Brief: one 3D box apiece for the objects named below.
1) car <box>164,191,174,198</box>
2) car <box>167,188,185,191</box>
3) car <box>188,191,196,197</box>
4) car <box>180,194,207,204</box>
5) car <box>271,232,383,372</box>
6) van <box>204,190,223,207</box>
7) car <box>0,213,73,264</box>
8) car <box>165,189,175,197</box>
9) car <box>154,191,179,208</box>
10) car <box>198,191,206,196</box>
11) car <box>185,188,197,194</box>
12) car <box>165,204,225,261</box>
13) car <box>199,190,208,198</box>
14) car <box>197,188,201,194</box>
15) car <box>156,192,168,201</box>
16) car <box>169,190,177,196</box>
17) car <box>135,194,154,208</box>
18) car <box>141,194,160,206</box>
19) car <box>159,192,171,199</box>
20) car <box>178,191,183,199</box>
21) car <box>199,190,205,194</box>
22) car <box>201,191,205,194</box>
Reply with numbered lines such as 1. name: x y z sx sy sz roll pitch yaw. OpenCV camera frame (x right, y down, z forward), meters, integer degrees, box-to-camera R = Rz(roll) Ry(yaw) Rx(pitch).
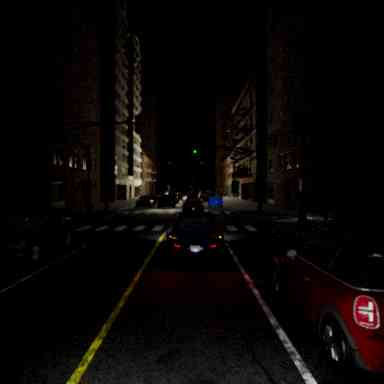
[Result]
1. car: -5.395 0.575 77.928 1.947 1.339 4.313 0 1 0
2. car: -2.756 0.485 58.579 2.150 2.045 5.566 0 1 0
3. car: -0.007 0.472 78.309 1.812 1.442 4.674 0 1 0
4. car: 0.102 1.158 29.829 1.812 1.442 4.674 0 1 0
5. car: 2.636 1.369 5.569 1.967 1.590 4.097 0 1 0
6. van: 2.633 0.862 38.165 1.690 1.788 3.998 0 1 0
7. car: -5.389 1.411 11.079 2.008 1.369 4.403 0 1 0
8. car: -5.395 0.249 83.606 2.192 1.841 5.009 0 1 0
9. car: -2.840 0.999 38.165 1.882 1.535 5.008 0 1 0
10. car: 2.629 0.410 89.295 2.008 1.369 4.403 0 1 0
11. car: -0.007 0.488 68.262 2.097 1.767 4.553 0 1 0
12. car: 0.099 1.379 11.593 1.812 1.442 4.674 0 1 0
13. car: 2.630 0.449 77.932 1.967 1.590 4.097 0 1 0
14. car: 2.631 0.474 66.569 2.192 1.841 5.009 0 1 0
15. car: -5.393 0.761 60.714 1.752 1.417 4.829 0 1 0
16. car: -5.396 0.224 94.970 1.967 1.590 4.097 0 1 0
17. car: -5.392 1.072 38.158 2.008 1.369 4.403 0 1 0
18. car: -5.392 0.995 43.839 1.887 1.381 4.507 0 1 0
19. car: -5.394 0.725 66.566 1.947 1.339 4.313 0 1 0
20. car: -2.802 0.945 48.072 2.033 1.411 5.357 0 1 1
21. car: 2.632 0.816 60.891 1.802 1.307 4.206 0 1 0
22. car: 2.633 0.961 49.529 1.802 1.307 4.206 0 1 0
